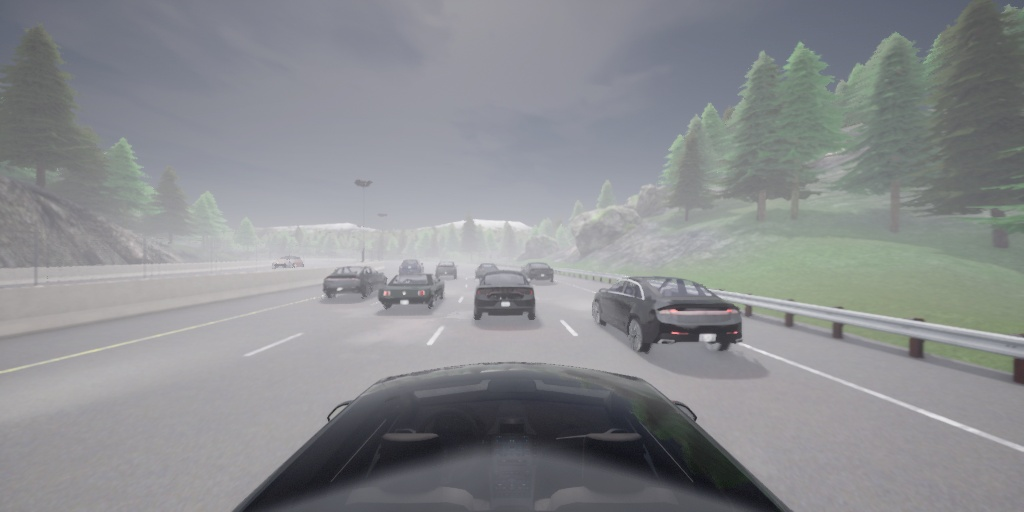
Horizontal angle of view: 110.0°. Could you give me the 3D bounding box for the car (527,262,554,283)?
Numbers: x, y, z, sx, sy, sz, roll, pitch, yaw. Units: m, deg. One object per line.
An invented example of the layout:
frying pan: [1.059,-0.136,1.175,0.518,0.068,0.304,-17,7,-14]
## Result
car: [1.853,1.193,27.476,1.882,1.535,5.008,0,0,-7]

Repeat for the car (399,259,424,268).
car: [-10.084,1.081,36.220,2.097,1.767,4.553,0,0,-10]

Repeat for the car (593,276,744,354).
car: [3.365,1.226,8.755,2.128,1.511,4.902,0,0,-2]

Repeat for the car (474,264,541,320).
car: [-0.310,1.215,12.681,1.882,1.535,5.008,0,0,-3]

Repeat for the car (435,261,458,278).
car: [-5.949,1.216,32.717,2.128,1.511,4.902,0,0,-9]

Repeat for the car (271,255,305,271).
car: [-25.157,0.724,40.345,2.097,1.767,4.553,0,0,-12]

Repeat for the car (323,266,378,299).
car: [-7.712,1.237,18.057,2.128,1.511,4.902,0,0,-5]

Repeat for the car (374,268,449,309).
car: [-3.937,1.343,14.887,1.895,1.301,4.718,0,0,-4]
